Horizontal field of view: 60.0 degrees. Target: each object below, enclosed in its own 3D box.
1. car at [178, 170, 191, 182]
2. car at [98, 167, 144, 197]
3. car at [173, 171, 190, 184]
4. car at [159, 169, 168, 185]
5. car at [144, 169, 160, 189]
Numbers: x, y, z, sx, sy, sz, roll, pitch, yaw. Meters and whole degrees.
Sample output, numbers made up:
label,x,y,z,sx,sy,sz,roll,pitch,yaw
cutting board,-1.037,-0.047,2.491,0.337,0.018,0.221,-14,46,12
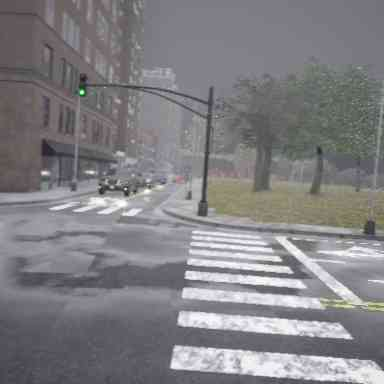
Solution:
label,x,y,z,sx,sy,sz,roll,pitch,yaw
car,-1.481,-3.124,65.381,2.150,2.045,5.566,4,4,2
car,-5.517,-0.868,25.847,2.150,2.045,5.566,4,4,0
car,-1.858,-2.370,55.136,2.097,1.767,4.553,4,4,2
car,-4.666,-2.123,46.177,2.150,2.045,5.566,4,4,2
car,-5.096,-1.343,35.625,2.097,1.767,4.553,4,4,2
